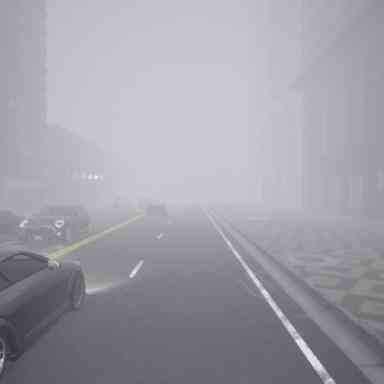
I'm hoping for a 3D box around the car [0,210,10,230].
[{"bbox_3d":[-9.805,1.567,15.826,2.033,1.411,5.357,0,0,0],"label":"car"}]

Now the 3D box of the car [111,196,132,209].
[{"bbox_3d":[-9.818,1.416,46.494,2.097,1.767,4.553,0,0,0],"label":"car"}]

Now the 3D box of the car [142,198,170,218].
[{"bbox_3d":[-3.147,1.518,31.152,1.882,1.535,5.008,0,0,0],"label":"car"}]

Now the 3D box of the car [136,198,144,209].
[{"bbox_3d":[-6.569,1.572,46.585,1.837,1.490,4.892,0,-1,0],"label":"car"}]

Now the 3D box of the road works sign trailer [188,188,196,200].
[{"bbox_3d":[-0.003,0.614,95.229,2.380,3.560,2.880,0,0,0],"label":"road works sign trailer"}]

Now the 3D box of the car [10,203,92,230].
[{"bbox_3d":[-6.551,1.371,16.420,2.097,1.767,4.553,0,0,1],"label":"car"}]

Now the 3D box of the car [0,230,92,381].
[{"bbox_3d":[-3.150,1.570,5.108,1.994,1.385,4.181,0,0,0],"label":"car"}]
